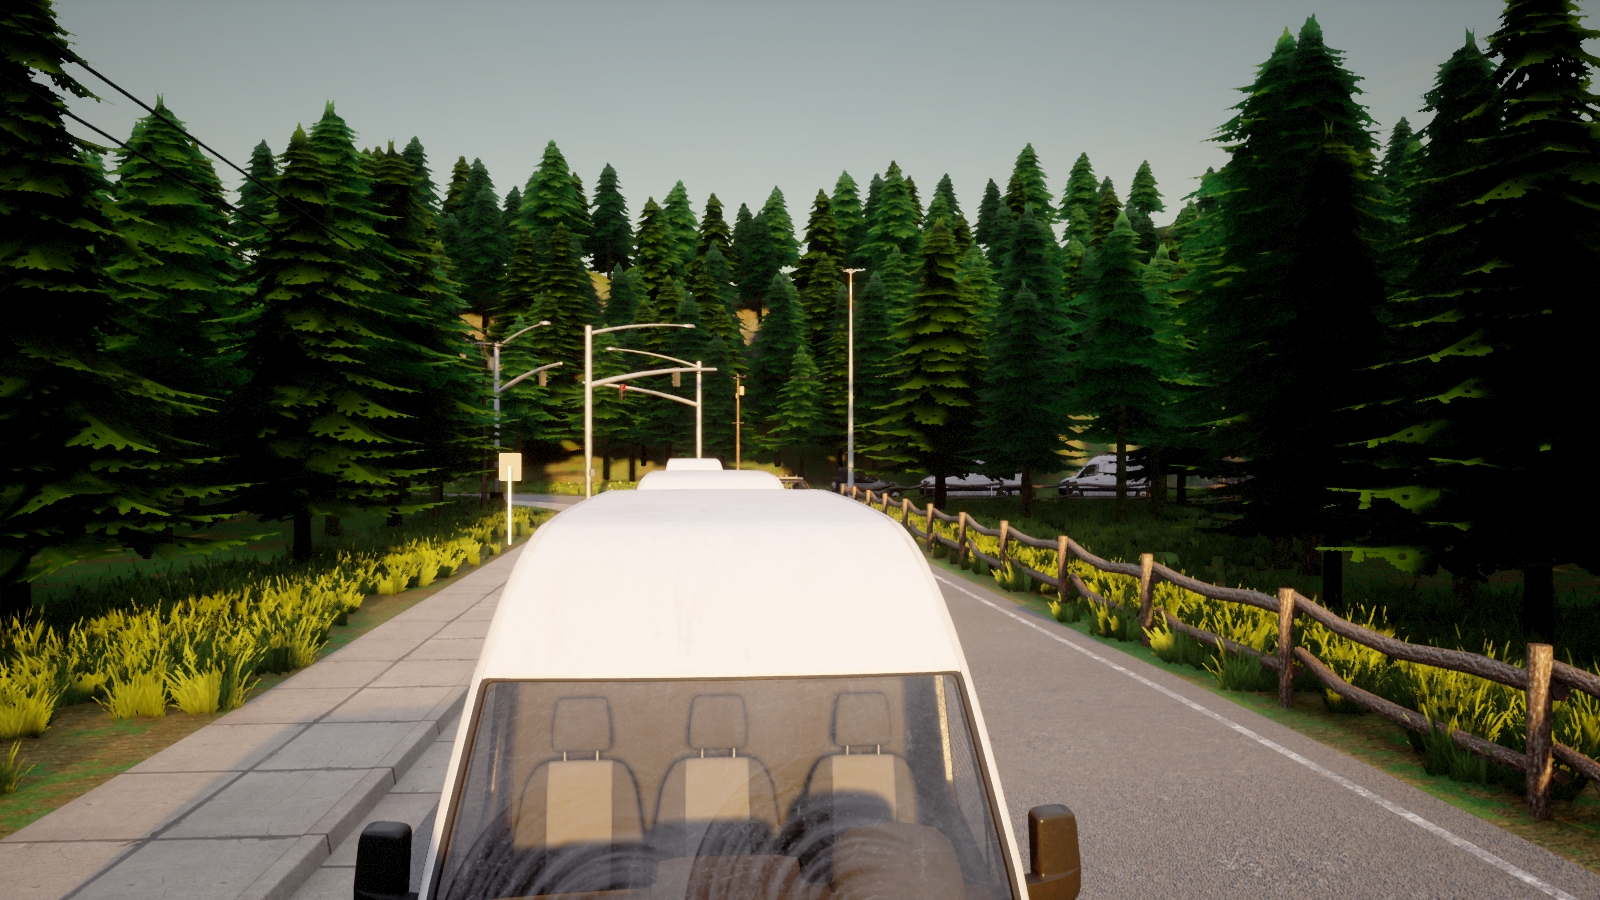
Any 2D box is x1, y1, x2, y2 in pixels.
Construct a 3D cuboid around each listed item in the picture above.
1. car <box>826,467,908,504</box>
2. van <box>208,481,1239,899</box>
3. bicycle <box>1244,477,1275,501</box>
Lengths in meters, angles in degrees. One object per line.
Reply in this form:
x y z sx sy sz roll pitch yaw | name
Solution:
3.539 1.857 60.515 3.866 1.878 1.905 0 0 -19 | car
-0.348 1.499 5.156 1.988 2.561 5.915 0 0 -5 | van
25.320 2.158 62.925 1.487 1.276 0.859 0 0 27 | bicycle
